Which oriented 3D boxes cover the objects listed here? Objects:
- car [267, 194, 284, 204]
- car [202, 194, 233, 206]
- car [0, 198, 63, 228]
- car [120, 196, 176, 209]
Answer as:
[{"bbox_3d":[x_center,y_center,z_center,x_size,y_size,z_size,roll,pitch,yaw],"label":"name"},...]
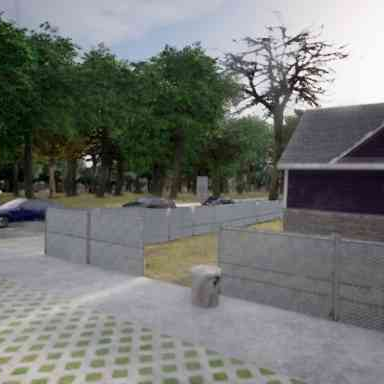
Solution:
[{"bbox_3d":[11.559,0.937,43.886,1.994,1.385,4.181,3,3,35],"label":"car"},{"bbox_3d":[2.763,0.970,36.325,1.994,1.385,4.181,4,3,35],"label":"car"},{"bbox_3d":[-9.468,1.089,18.780,1.812,1.442,4.674,3,2,35],"label":"car"},{"bbox_3d":[-3.471,1.082,27.403,2.033,1.411,5.357,3,2,35],"label":"car"}]
